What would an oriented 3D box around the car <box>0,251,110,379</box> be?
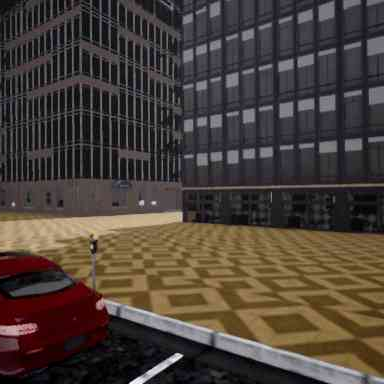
[{"bbox_3d":[-3.027,1.581,5.042,4.206,1.307,1.802,0,-1,36],"label":"car"}]
